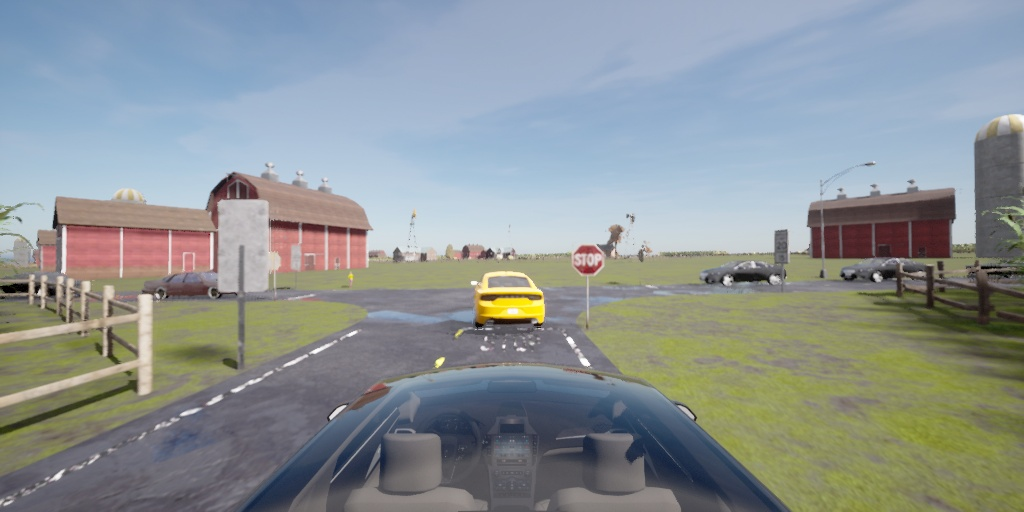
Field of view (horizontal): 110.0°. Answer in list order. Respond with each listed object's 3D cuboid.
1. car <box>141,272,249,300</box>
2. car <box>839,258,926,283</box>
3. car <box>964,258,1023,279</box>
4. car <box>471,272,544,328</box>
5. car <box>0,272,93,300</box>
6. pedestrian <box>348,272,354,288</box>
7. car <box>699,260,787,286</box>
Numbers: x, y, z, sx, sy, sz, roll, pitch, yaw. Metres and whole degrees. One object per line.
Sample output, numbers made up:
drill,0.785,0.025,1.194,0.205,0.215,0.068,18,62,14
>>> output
car,-16.938,1.563,19.489,5.357,1.411,2.033,-1,-1,5
car,23.531,0.858,22.802,4.902,1.511,2.128,-1,0,-7
car,33.328,0.798,24.110,4.718,1.301,1.895,-1,0,-9
car,-0.275,1.240,11.528,1.882,1.535,5.008,0,0,-7
car,-27.049,1.663,20.672,5.008,1.535,1.882,-1,-1,8
pedestrian,-11.205,1.647,24.927,0.500,1.100,0.500,0,0,4
car,14.064,1.020,21.988,4.902,1.511,2.128,-1,-1,-4
